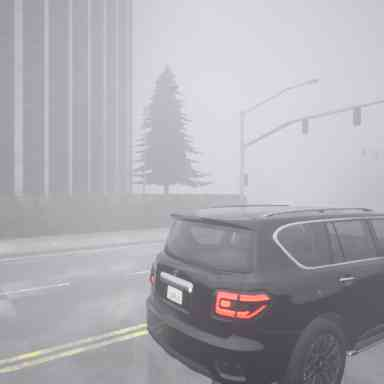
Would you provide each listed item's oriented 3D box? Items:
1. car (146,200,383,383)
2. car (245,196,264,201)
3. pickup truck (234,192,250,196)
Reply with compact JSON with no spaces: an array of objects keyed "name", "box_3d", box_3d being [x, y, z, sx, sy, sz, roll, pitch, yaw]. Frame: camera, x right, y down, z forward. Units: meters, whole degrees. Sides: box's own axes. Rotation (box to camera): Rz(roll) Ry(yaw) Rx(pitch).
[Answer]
[{"name":"car","box_3d":[2.014,1.221,5.179,5.566,2.045,2.150,0,0,-35]},{"name":"car","box_3d":[8.381,1.564,43.129,1.994,1.385,4.181,0,0,-36]},{"name":"pickup truck","box_3d":[10.198,1.059,68.782,2.390,2.098,6.274,0,0,-5]}]
